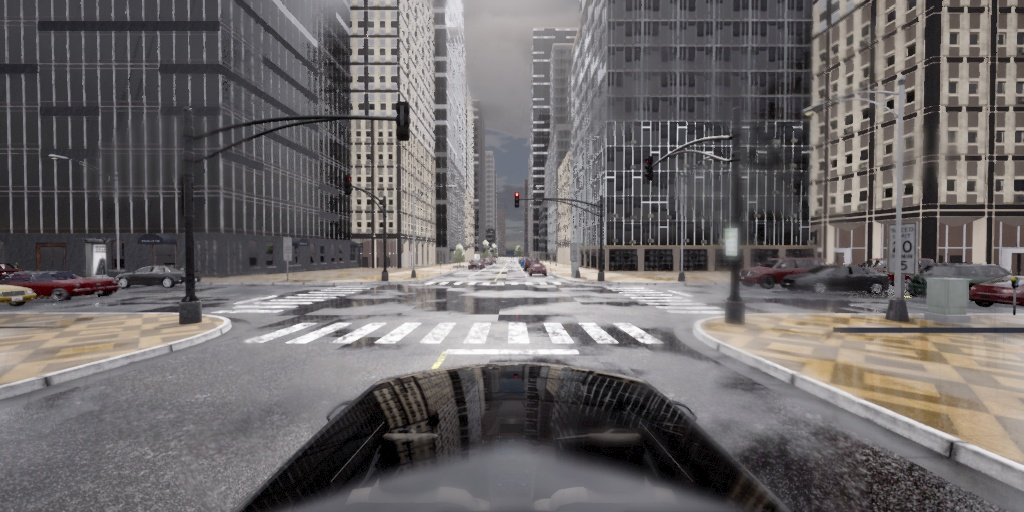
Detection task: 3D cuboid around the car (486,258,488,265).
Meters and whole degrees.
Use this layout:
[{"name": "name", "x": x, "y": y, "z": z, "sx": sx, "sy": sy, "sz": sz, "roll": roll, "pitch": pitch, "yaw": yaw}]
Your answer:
[{"name": "car", "x": -5.281, "y": 1.306, "z": 58.079, "sx": 1.802, "sy": 1.307, "sz": 4.207, "roll": 0, "pitch": 0, "yaw": 0}]

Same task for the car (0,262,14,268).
[{"name": "car", "x": -32.553, "y": 1.077, "z": 21.705, "sx": 4.097, "sy": 1.591, "sz": 1.967, "roll": 0, "pitch": 0, "yaw": 0}]

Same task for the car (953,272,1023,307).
[{"name": "car", "x": 20.188, "y": 1.417, "z": 13.725, "sx": 4.207, "sy": 1.307, "sz": 1.802, "roll": 0, "pitch": 0, "yaw": 0}]

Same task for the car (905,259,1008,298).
[{"name": "car", "x": 21.095, "y": 1.150, "z": 16.311, "sx": 4.553, "sy": 1.767, "sz": 2.097, "roll": 0, "pitch": 1, "yaw": 0}]

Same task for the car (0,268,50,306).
[{"name": "car", "x": -21.253, "y": 1.301, "z": 13.656, "sx": 4.829, "sy": 1.417, "sz": 1.751, "roll": 0, "pitch": 0, "yaw": 0}]

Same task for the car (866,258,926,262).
[{"name": "car", "x": 22.905, "y": 1.032, "z": 21.868, "sx": 5.009, "sy": 1.841, "sz": 2.192, "roll": 0, "pitch": 0, "yaw": 0}]

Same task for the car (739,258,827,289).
[{"name": "car", "x": 16.574, "y": 1.024, "z": 21.858, "sx": 5.009, "sy": 1.841, "sz": 2.192, "roll": 0, "pitch": 0, "yaw": 0}]

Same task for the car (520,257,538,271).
[{"name": "car", "x": 2.581, "y": 1.046, "z": 47.050, "sx": 2.192, "sy": 1.841, "sz": 5.009, "roll": 0, "pitch": 0, "yaw": 0}]

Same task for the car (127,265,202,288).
[{"name": "car", "x": -21.437, "y": 1.204, "z": 21.795, "sx": 4.403, "sy": 1.370, "sz": 2.007, "roll": 0, "pitch": 0, "yaw": 0}]

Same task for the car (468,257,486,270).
[{"name": "car", "x": -5.284, "y": 1.168, "z": 52.554, "sx": 1.967, "sy": 1.591, "sz": 4.097, "roll": 0, "pitch": 0, "yaw": 0}]

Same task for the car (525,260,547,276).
[{"name": "car", "x": 2.553, "y": 1.319, "z": 36.000, "sx": 1.802, "sy": 1.307, "sz": 4.207, "roll": 0, "pitch": 0, "yaw": 0}]

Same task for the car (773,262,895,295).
[{"name": "car", "x": 17.267, "y": 1.253, "z": 19.254, "sx": 4.892, "sy": 1.490, "sz": 1.837, "roll": 0, "pitch": 1, "yaw": 0}]

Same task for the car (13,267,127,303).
[{"name": "car", "x": -20.936, "y": 1.338, "z": 16.241, "sx": 4.718, "sy": 1.301, "sz": 1.895, "roll": 0, "pitch": 1, "yaw": 0}]
